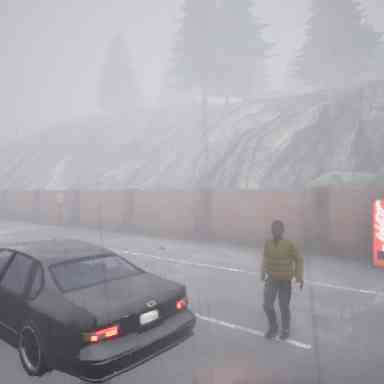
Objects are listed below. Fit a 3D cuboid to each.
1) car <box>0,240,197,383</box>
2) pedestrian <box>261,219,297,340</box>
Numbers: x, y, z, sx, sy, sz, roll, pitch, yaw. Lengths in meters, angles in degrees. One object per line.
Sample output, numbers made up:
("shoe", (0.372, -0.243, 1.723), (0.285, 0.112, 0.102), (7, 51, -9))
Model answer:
("car", (-2.436, 1.547, 5.587), (5.357, 1.411, 2.033), (0, 0, 40))
("pedestrian", (1.282, 1.294, 4.974), (0.375, 1.860, 0.375), (0, 0, 37))
